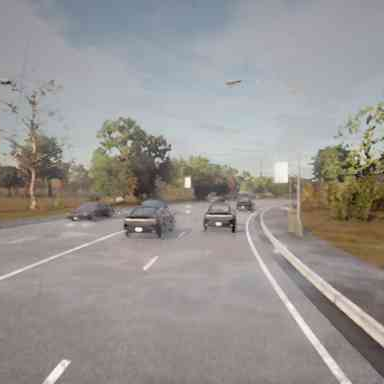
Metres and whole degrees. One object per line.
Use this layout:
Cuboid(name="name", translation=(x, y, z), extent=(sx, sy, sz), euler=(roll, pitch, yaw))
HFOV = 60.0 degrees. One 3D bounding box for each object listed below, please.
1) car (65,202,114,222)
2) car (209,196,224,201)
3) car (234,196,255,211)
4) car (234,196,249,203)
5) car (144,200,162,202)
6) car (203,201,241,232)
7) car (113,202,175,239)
Cuboid(name="car", translation=(-8.002, 1.536, 26.836), extent=(2.033, 1.411, 5.357), euler=(0, 0, 10))
Cuboid(name="car", translation=(4.910, 1.564, 65.985), extent=(1.812, 1.442, 4.674), euler=(0, 0, 26))
Cuboid(name="car", translation=(6.772, 1.568, 41.862), extent=(1.837, 1.490, 4.892), euler=(0, 0, 17))
Cuboid(name="car", translation=(10.297, 1.513, 68.917), extent=(1.994, 1.385, 4.181), euler=(0, 0, 28))
Cuboid(name="car", translation=(-3.681, 1.486, 30.385), extent=(1.882, 1.535, 5.008), euler=(0, 0, 13))
Cuboid(name="car", translation=(1.790, 1.516, 20.406), extent=(2.128, 1.511, 4.902), euler=(0, 0, 8))
Cuboid(name="car", translation=(-2.126, 1.499, 17.558), extent=(2.128, 1.511, 4.902), euler=(0, 0, 7))
